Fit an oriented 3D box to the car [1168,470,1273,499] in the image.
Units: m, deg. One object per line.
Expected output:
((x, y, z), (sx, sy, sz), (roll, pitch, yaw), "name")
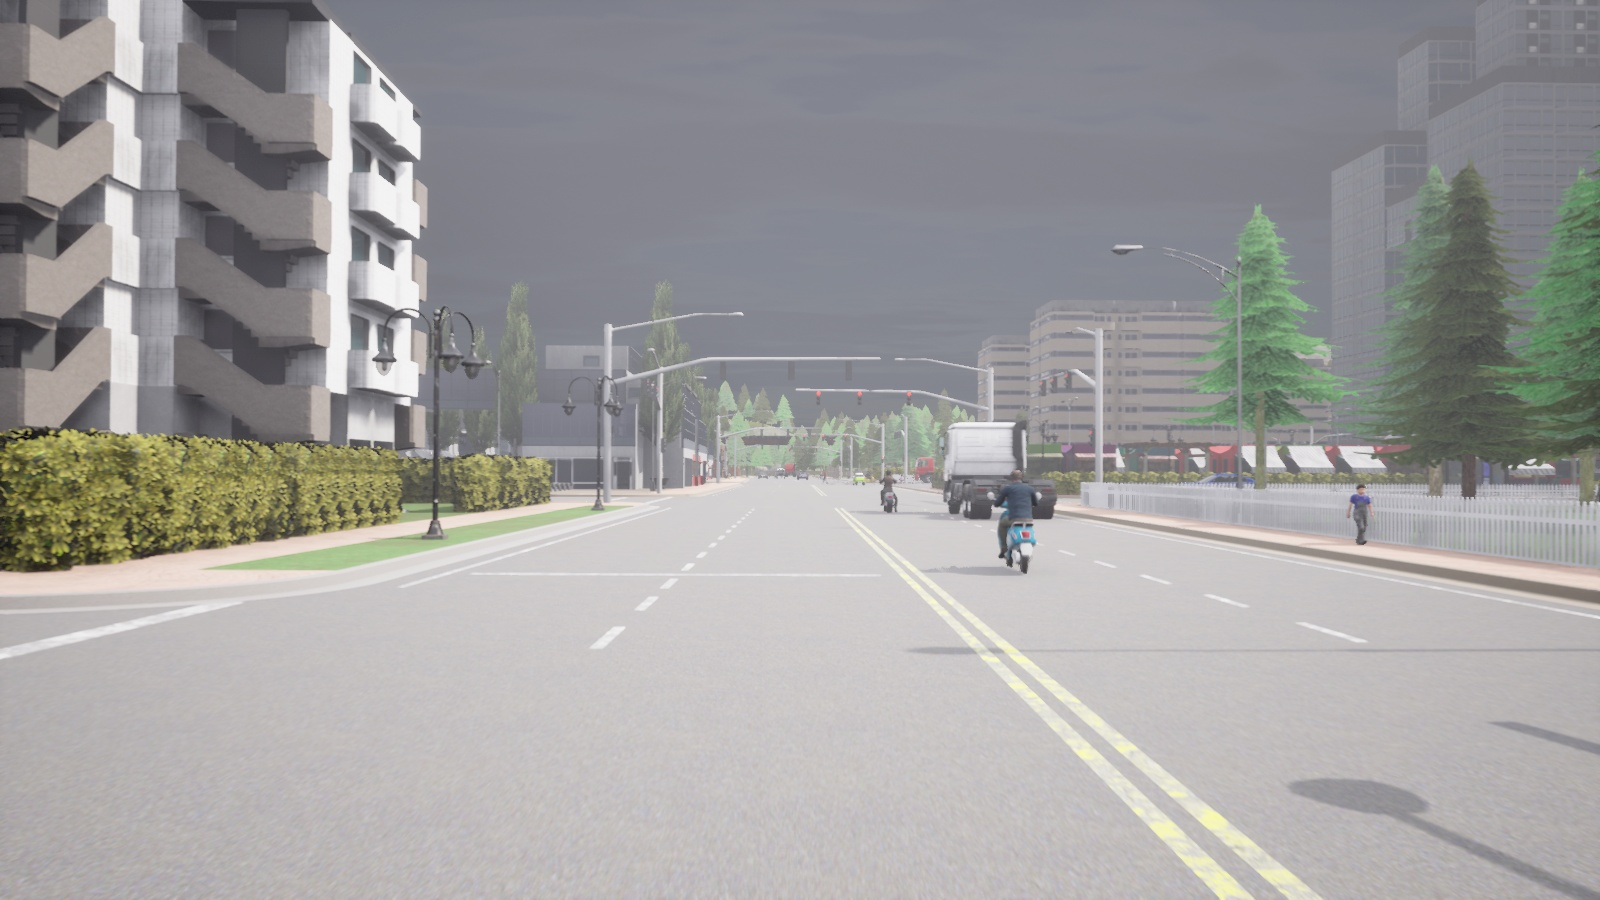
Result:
((22.664, 1.837, 67.845), (5.008, 1.535, 1.882), (0, -1, -2), "car")

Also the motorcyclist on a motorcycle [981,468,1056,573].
((3.451, 1.089, 19.997), (0.866, 1.590, 1.817), (0, -1, 0), "motorcyclist on a motorcycle")

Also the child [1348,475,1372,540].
((10.983, 1.122, 24.636), (0.270, 1.263, 0.437), (0, -1, 0), "child")

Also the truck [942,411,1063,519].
((6.898, 0.542, 44.048), (2.891, 3.462, 7.936), (0, -1, 0), "truck")

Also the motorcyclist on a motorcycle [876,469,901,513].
((3.382, 1.558, 48.184), (0.766, 1.649, 2.350), (0, -1, 0), "motorcyclist on a motorcycle")
